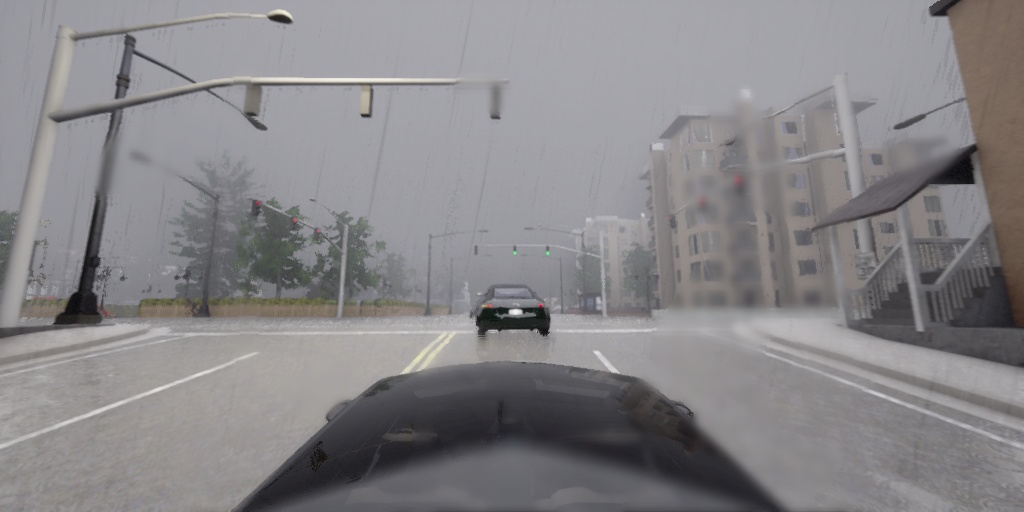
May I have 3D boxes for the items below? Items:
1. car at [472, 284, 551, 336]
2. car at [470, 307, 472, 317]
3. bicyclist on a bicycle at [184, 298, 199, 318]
[{"bbox_3d":[-0.135,1.566,11.069,1.994,1.385,4.181,0,-5,-7],"label":"car"},{"bbox_3d":[-3.379,5.915,38.768,1.994,1.385,4.181,0,-9,1],"label":"car"},{"bbox_3d":[-26.057,4.209,29.210,0.582,1.620,1.656,-20,0,-4],"label":"bicyclist on a bicycle"}]
